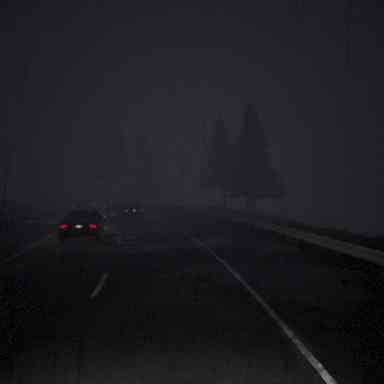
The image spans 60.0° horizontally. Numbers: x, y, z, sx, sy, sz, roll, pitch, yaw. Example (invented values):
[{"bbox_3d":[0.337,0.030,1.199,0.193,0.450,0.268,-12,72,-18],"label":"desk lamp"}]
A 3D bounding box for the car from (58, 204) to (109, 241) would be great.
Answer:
[{"bbox_3d":[-5.481,1.547,16.874,2.033,1.411,5.357,0,0,-13],"label":"car"}]

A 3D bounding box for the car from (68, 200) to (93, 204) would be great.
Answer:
[{"bbox_3d":[-12.169,1.527,35.468,1.812,1.442,4.674,0,0,-26],"label":"car"}]

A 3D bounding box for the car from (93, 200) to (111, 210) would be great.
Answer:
[{"bbox_3d":[-11.536,1.598,41.677,1.895,1.301,4.718,0,0,-29],"label":"car"}]

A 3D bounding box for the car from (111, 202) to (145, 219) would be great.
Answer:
[{"bbox_3d":[-5.445,1.541,28.909,2.033,1.411,5.357,0,0,-20],"label":"car"}]
